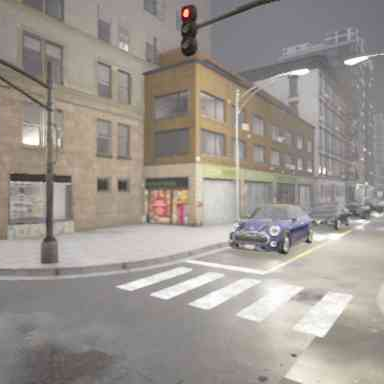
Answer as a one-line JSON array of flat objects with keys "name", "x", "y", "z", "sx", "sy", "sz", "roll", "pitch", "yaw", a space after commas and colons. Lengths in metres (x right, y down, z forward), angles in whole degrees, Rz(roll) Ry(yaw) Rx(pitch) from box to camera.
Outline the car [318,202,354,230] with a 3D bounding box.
[{"name": "car", "x": 8.595, "y": 1.470, "z": 20.956, "sx": 1.837, "sy": 1.490, "sz": 4.892, "roll": 0, "pitch": 0, "yaw": 35}]

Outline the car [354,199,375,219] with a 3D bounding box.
[{"name": "car", "x": 13.988, "y": 1.515, "z": 28.510, "sx": 1.994, "sy": 1.385, "sz": 4.181, "roll": 0, "pitch": 0, "yaw": 36}]

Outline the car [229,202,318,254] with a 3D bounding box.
[{"name": "car", "x": 3.314, "y": 1.333, "z": 13.536, "sx": 2.097, "sy": 1.767, "sz": 4.553, "roll": 0, "pitch": 0, "yaw": 35}]

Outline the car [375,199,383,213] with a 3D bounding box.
[{"name": "car", "x": 19.779, "y": 1.500, "z": 36.604, "sx": 1.994, "sy": 1.385, "sz": 4.181, "roll": 0, "pitch": 0, "yaw": 36}]
